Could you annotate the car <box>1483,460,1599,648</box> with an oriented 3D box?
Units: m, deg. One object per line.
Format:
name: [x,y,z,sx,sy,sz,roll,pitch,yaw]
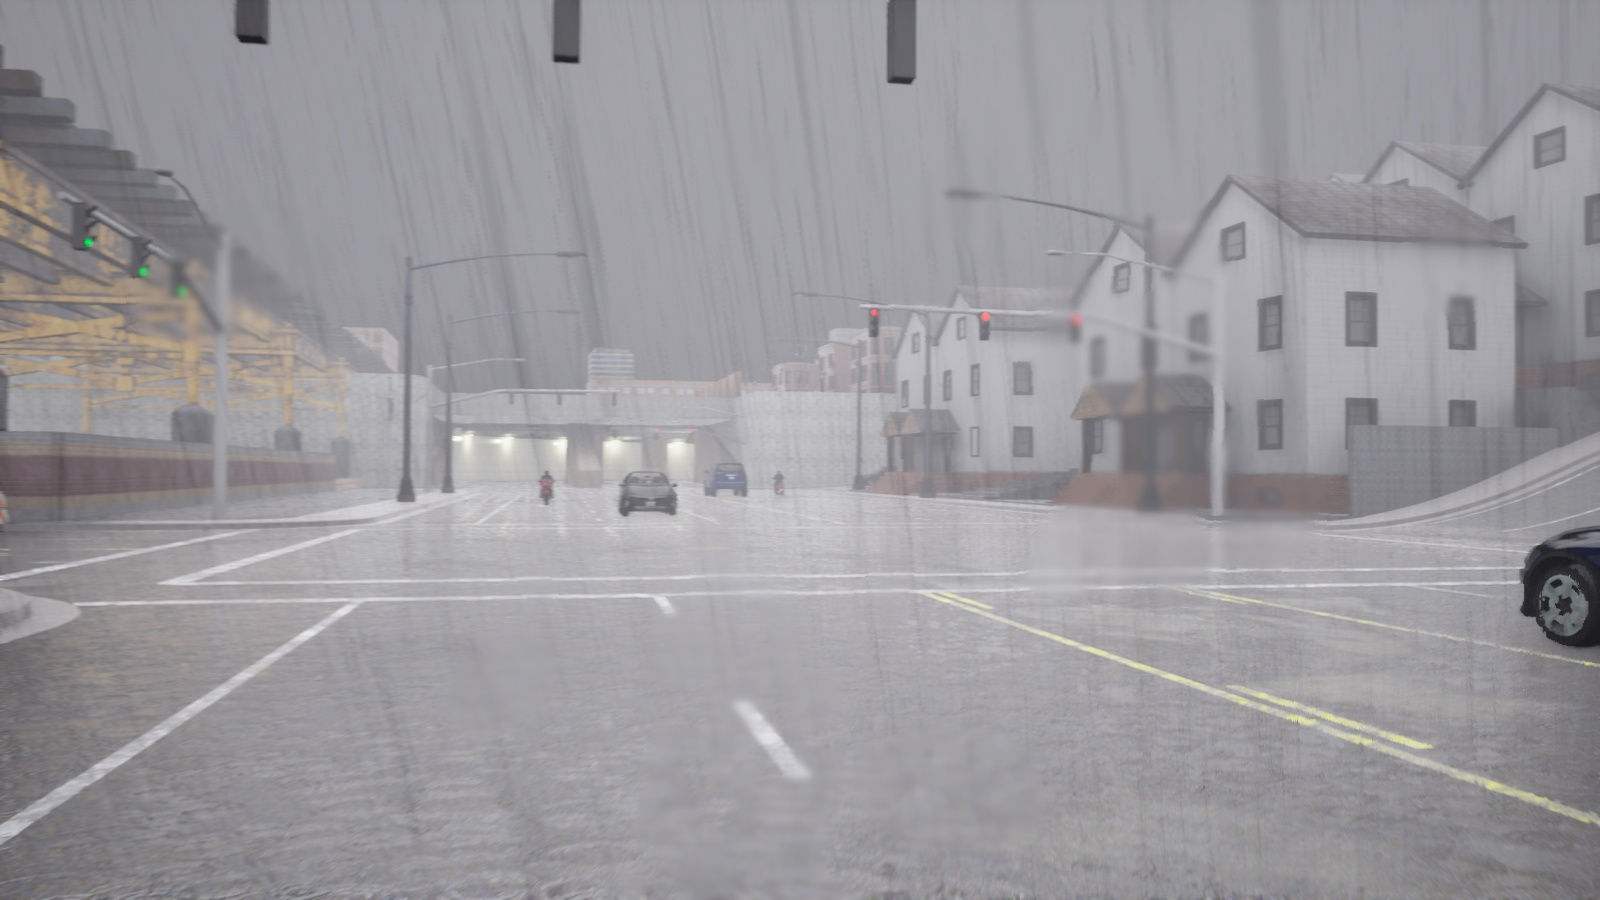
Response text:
car: [8.224,0.900,10.243,2.033,1.649,4.856,0,-1,-11]

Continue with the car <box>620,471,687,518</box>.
car: [-5.163,1.500,43.680,2.007,1.525,4.514,0,-1,-11]

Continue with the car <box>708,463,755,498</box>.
car: [-4.250,1.823,76.827,2.150,2.045,5.566,0,-1,-11]

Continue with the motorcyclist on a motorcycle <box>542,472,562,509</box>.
motorcyclist on a motorcycle: [-10.504,1.694,53.173,0.797,1.523,2.044,0,-1,-11]
